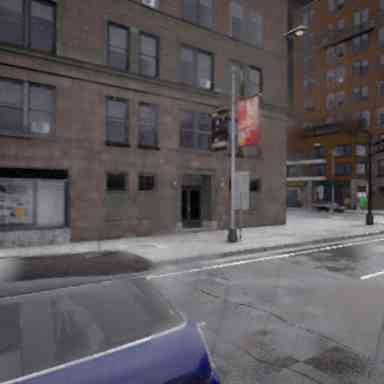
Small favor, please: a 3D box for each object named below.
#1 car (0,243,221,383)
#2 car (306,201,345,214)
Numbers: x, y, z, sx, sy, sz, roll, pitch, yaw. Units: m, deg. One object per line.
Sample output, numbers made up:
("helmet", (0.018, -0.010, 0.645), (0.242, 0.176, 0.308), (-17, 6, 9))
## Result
("car", (-2.014, 1.350, 2.244), (4.553, 1.767, 2.097), (0, 0, -35))
("car", (15.032, 1.680, 37.468), (1.947, 1.339, 4.313), (1, 0, -35))
